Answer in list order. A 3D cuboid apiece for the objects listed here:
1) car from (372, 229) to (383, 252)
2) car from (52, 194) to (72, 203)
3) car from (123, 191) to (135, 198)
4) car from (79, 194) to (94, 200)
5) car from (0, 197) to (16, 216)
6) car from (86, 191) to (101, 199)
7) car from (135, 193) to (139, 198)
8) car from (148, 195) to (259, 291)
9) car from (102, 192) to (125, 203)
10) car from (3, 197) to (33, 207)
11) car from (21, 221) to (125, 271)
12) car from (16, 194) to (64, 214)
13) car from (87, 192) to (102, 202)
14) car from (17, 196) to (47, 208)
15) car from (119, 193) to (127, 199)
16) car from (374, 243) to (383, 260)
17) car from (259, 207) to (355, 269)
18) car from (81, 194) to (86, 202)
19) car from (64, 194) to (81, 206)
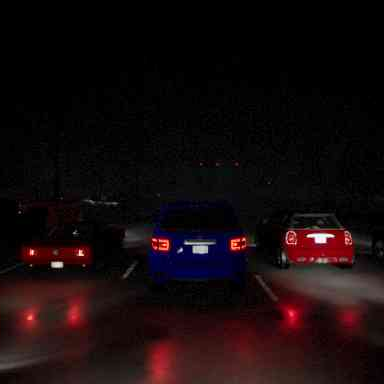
[{"bbox_3d":[7.030,1.478,9.356,2.128,1.511,4.902,0,0,0],"label":"car"},{"bbox_3d":[-25.095,1.195,64.343,1.837,1.490,4.892,0,0,-1],"label":"car"},{"bbox_3d":[-14.693,0.862,73.989,2.150,2.045,5.566,0,0,-1],"label":"car"},{"bbox_3d":[-25.257,1.142,79.714,2.033,1.411,5.357,0,0,-1],"label":"car"},{"bbox_3d":[-17.845,1.402,30.760,1.837,1.490,4.892,0,0,-1],"label":"car"},{"bbox_3d":[-21.708,0.984,75.389,2.097,1.767,4.553,0,0,-1],"label":"car"},{"bbox_3d":[-14.850,1.116,84.056,2.033,1.411,5.357,0,0,-1],"label":"car"},{"bbox_3d":[0.054,1.208,9.160,2.150,2.045,5.566,0,0,-2],"label":"car"},{"bbox_3d":[-14.627,1.254,62.401,2.033,1.411,5.357,0,0,0],"label":"car"},{"bbox_3d":[-25.021,1.393,48.126,1.895,1.301,4.718,0,0,-1],"label":"car"},{"bbox_3d":[-3.475,1.585,10.801,1.895,1.301,4.718,0,0,0],"label":"car"},{"bbox_3d":[-14.356,1.244,31.800,2.097,1.767,4.553,0,0,-1],"label":"car"},{"bbox_3d":[-18.108,1.238,64.829,2.033,1.411,5.357,0,0,0],"label":"car"},{"bbox_3d":[-21.490,1.338,44.916,1.812,1.442,4.674,0,0,-1],"label":"car"},{"bbox_3d":[-19.199,1.050,92.406,1.812,1.442,4.674,0,0,-7],"label":"car"},{"bbox_3d":[3.597,1.490,2.113,2.128,1.511,4.902,0,0,0],"label":"car"},{"bbox_3d":[3.519,1.335,11.257,2.097,1.767,4.553,0,0,0],"label":"car"},{"bbox_3d":[-21.599,1.276,61.295,1.994,1.385,4.181,0,0,0],"label":"car"},{"bbox_3d":[-18.019,1.395,47.857,1.895,1.301,4.718,0,0,-1],"label":"car"}]
